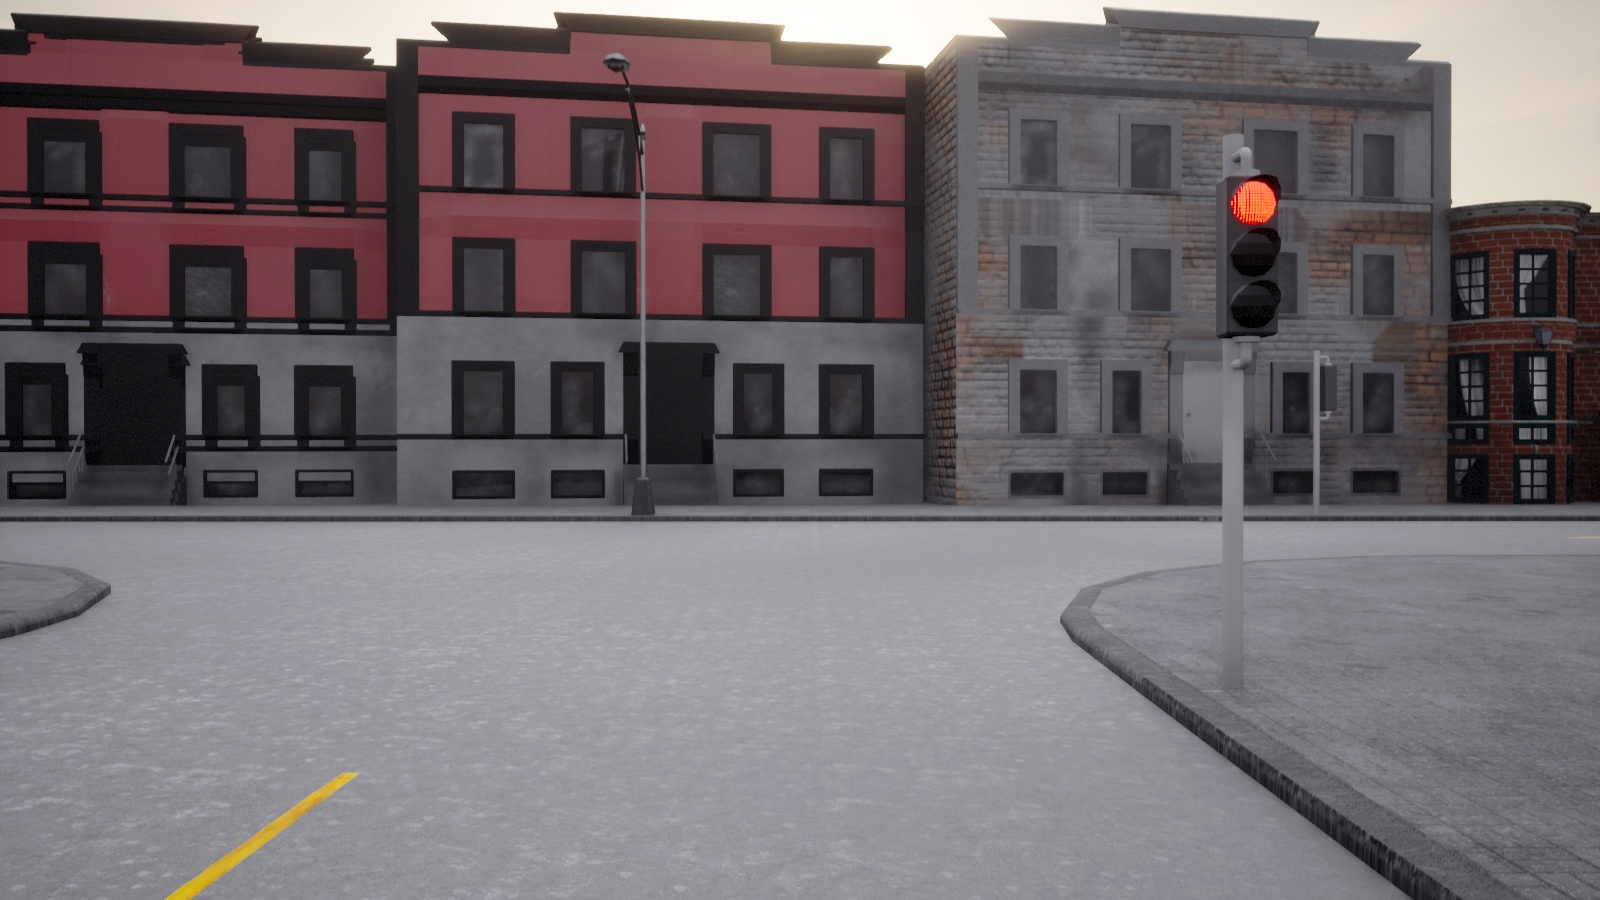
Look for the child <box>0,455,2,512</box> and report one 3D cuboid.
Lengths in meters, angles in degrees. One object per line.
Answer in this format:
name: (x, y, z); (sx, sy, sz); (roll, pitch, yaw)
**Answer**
child: (-15.922, 0.661, 24.655); (0.394, 1.110, 0.255); (0, 0, 24)
